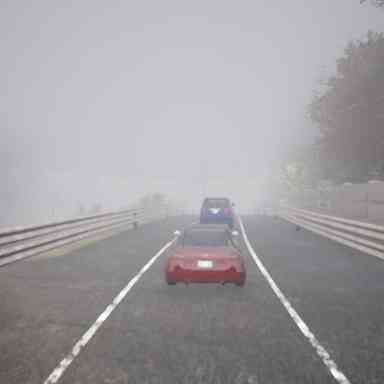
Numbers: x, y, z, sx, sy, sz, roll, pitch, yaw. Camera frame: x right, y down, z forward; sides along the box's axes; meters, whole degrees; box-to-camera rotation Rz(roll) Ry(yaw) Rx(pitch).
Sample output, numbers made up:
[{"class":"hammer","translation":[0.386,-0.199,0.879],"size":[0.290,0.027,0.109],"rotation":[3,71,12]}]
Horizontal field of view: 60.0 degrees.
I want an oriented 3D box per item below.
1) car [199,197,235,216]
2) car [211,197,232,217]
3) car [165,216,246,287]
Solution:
[{"class":"car","translation":[1.778,1.339,23.047],"size":[2.150,2.045,5.566],"rotation":[0,0,8]},{"class":"car","translation":[3.320,1.640,36.802],"size":[2.150,2.045,5.566],"rotation":[0,-2,7]},{"class":"car","translation":[0.399,1.608,9.527],"size":[1.994,1.385,4.181],"rotation":[0,0,3]}]
